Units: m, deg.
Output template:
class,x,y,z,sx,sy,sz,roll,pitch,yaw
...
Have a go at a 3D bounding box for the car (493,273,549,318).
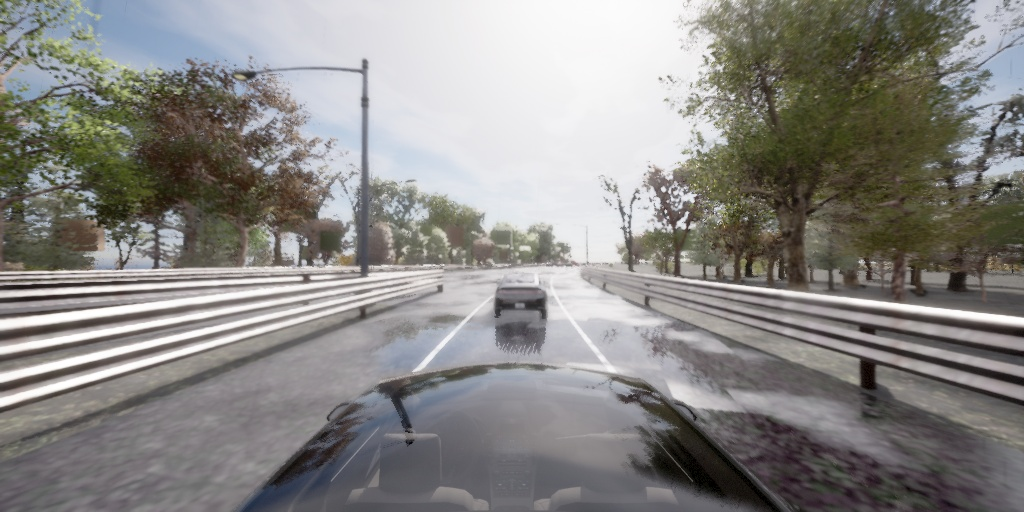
class,x,y,z,sx,sy,sz,roll,pitch,yaw
car,0.392,1.395,13.813,2.128,1.511,4.902,0,-1,3
